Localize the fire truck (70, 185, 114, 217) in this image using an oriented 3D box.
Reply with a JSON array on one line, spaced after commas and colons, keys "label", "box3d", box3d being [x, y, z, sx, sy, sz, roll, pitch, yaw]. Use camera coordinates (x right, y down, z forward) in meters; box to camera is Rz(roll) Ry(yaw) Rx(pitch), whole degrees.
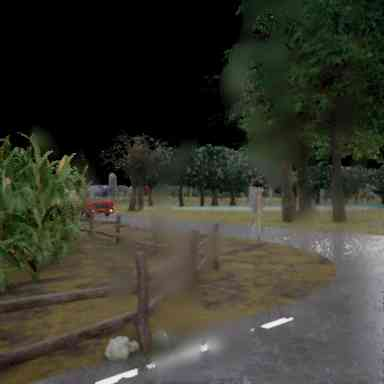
[{"label": "fire truck", "box3d": [-12.869, 1.111, 42.173, 2.891, 3.827, 8.468, 1, -1, -36]}]
